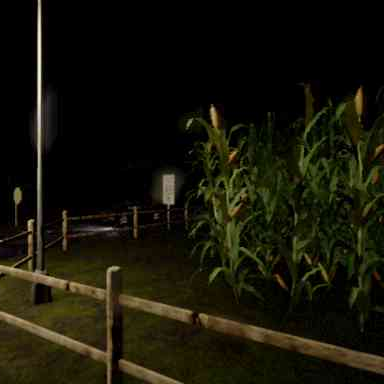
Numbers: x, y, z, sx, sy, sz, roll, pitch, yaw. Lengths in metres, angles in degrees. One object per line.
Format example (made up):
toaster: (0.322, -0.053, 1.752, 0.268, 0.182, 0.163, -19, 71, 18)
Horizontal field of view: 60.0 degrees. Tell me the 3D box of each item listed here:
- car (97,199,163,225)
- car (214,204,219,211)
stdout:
car: (-4.054, 1.271, 22.336, 1.837, 1.490, 4.892, 0, 1, 39)
car: (3.666, 0.924, 32.025, 2.097, 1.767, 4.553, 0, 1, 39)
